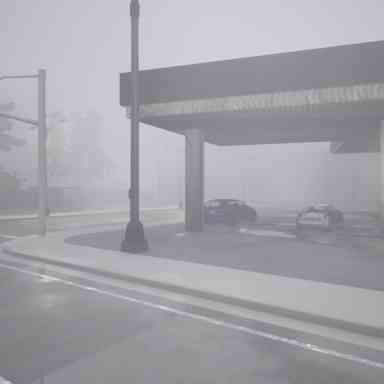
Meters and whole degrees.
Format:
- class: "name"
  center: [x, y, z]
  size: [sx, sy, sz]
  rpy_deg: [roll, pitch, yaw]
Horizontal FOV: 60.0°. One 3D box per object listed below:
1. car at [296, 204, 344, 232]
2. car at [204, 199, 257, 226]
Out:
- class: "car"
  center: [7.698, 1.456, 19.805]
  size: [1.970, 1.475, 3.806]
  rpy_deg: [0, 0, 37]
- class: "car"
  center: [2.624, 1.295, 22.607]
  size: [2.242, 1.667, 4.611]
  rpy_deg: [0, 0, 37]
